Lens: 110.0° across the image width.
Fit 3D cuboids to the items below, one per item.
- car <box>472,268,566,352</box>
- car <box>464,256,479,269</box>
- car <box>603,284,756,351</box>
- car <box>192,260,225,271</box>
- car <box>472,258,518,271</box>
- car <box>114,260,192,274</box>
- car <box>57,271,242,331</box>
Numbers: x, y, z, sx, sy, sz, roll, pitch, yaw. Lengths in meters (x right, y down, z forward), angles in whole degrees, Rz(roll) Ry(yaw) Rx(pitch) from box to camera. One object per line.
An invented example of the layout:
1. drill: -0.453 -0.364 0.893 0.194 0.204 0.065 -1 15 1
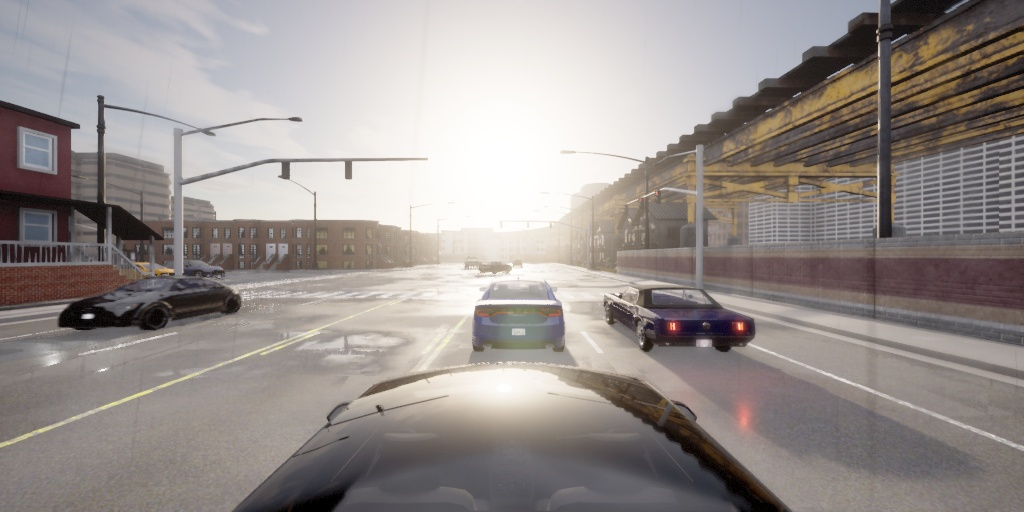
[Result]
1. car: 0.159 1.228 8.994 1.882 1.535 5.008 0 0 1
2. car: -6.348 0.971 57.603 2.150 2.045 5.566 0 0 1
3. car: 3.658 1.351 8.953 1.895 1.301 4.718 0 0 1
4. car: -26.669 1.102 29.923 4.553 1.767 2.097 0 0 1
5. car: -1.805 1.241 39.820 2.128 1.511 4.902 0 0 31
6. car: -27.095 1.228 26.423 5.008 1.535 1.882 0 0 0
7. car: -10.501 1.314 10.882 1.994 1.385 4.181 0 0 0
